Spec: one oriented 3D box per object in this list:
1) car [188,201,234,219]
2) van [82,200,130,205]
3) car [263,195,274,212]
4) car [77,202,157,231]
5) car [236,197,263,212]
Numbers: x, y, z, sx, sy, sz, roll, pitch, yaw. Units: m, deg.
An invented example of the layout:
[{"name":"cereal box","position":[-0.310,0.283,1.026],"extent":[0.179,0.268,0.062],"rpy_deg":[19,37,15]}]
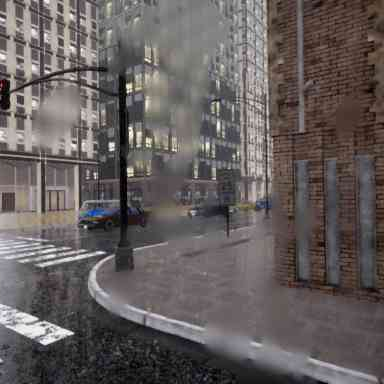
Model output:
[{"name":"car","position":[1.525,1.578,29.669],"extent":[2.128,1.511,4.902],"rpy_deg":[-1,-1,36]},{"name":"van","position":[-6.070,1.460,23.512],"extent":[1.690,1.788,3.998],"rpy_deg":[-2,-1,36]},{"name":"car","position":[9.831,1.338,41.252],"extent":[2.150,2.045,5.566],"rpy_deg":[-1,-1,36]},{"name":"car","position":[-4.552,1.614,21.177],"extent":[2.033,1.411,5.357],"rpy_deg":[-1,-1,36]},{"name":"car","position":[6.751,1.689,41.430],"extent":[1.752,1.417,4.829],"rpy_deg":[-2,-1,36]}]
